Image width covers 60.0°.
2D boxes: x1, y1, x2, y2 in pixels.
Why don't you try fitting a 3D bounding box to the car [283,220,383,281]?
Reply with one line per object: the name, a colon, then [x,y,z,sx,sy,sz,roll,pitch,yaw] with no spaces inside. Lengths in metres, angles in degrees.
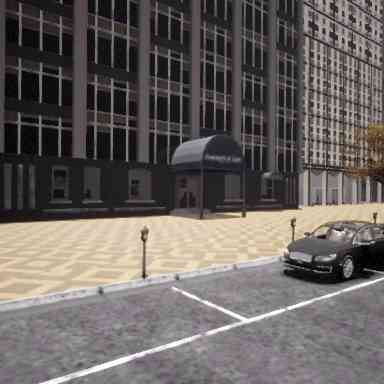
car: [4.539,1.551,9.788,4.403,1.369,2.008,0,1,-35]
